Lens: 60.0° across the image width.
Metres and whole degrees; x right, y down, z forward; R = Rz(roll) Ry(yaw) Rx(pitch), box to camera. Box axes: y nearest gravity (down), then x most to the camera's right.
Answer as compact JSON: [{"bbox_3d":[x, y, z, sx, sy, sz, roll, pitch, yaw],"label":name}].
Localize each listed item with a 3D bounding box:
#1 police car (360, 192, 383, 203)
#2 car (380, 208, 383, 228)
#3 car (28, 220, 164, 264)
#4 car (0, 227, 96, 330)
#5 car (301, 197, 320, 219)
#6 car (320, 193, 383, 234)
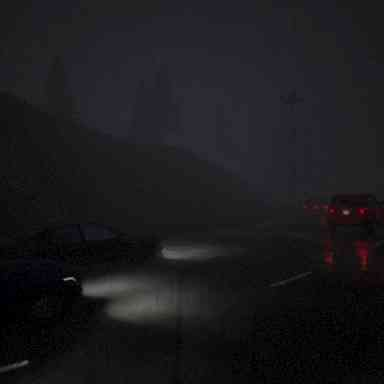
[{"bbox_3d":[30.377,0.919,56.413,1.930,1.638,5.238,-1,0,11],"label":"police car"},{"bbox_3d":[8.755,1.367,12.472,1.837,1.490,4.892,0,0,42],"label":"car"},{"bbox_3d":[-3.498,1.571,10.078,5.357,1.411,2.033,-1,0,-40],"label":"car"},{"bbox_3d":[-4.179,1.570,5.253,4.674,1.442,1.812,-1,0,-36],"label":"car"},{"bbox_3d":[10.198,1.163,26.411,2.097,1.767,4.553,-1,0,31],"label":"car"},{"bbox_3d":[9.124,1.065,18.356,2.150,2.045,5.566,0,0,37],"label":"car"}]
